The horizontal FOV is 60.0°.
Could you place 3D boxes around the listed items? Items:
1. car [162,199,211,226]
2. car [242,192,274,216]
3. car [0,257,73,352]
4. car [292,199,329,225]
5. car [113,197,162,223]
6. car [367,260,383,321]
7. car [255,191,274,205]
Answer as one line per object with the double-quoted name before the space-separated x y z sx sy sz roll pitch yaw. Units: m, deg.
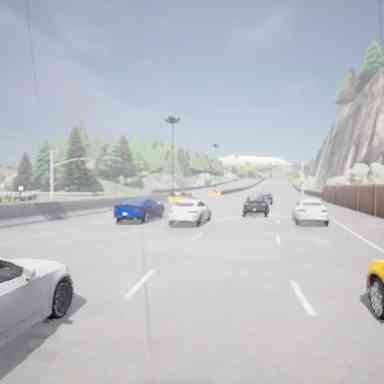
"car" -0.075 1.155 19.995 1.812 1.442 4.674 0 1 14
"car" 5.044 1.023 25.914 2.128 1.511 4.902 0 1 14
"car" -3.180 1.442 4.114 1.812 1.442 4.674 0 1 4
"car" 7.255 1.159 20.558 1.812 1.442 4.674 0 1 14
"car" -3.280 1.072 21.597 1.882 1.535 5.008 0 1 14
"car" 3.920 1.410 3.920 1.882 1.535 5.008 0 1 4
"car" 9.257 0.732 42.124 2.128 1.511 4.902 0 1 15
